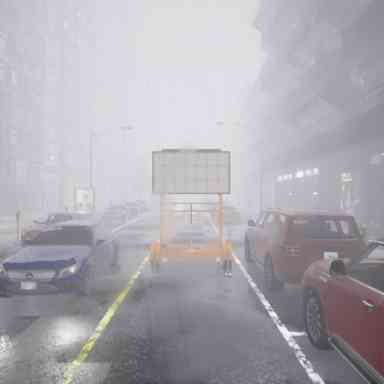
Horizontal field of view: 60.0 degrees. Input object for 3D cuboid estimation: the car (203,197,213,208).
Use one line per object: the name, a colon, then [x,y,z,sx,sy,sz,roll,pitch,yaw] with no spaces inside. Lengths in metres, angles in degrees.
car: [2.626,1.548,37.121,2.008,1.369,4.403,1,0,0]

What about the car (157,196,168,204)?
car: [-5.811,1.560,65.424,1.802,1.307,4.206,1,0,0]

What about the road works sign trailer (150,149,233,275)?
road works sign trailer: [-0.020,0.466,10.397,2.380,3.560,2.880,0,0,0]

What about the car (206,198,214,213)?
car: [2.637,1.566,31.464,1.947,1.339,4.313,1,0,0]

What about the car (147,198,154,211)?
car: [-5.755,1.563,37.138,1.947,1.339,4.313,1,0,0]

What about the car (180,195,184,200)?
car: [-3.180,1.552,89.926,1.895,1.301,4.718,0,0,0]

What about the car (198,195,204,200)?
car: [2.513,1.528,93.688,1.802,1.307,4.206,1,0,0]

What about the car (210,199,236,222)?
car: [2.649,1.527,25.978,1.752,1.417,4.829,1,0,0]

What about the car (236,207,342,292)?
car: [2.685,1.317,8.838,2.192,1.841,5.009,1,0,0]

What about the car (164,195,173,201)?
car: [-5.845,1.543,82.392,1.802,1.307,4.206,1,0,0]

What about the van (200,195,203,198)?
van: [2.595,1.328,54.092,1.690,1.788,3.998,1,0,0]

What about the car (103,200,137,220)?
car: [-5.733,1.584,25.825,1.802,1.307,4.206,1,0,0]

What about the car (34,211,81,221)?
car: [-5.709,1.547,14.511,1.887,1.381,4.507,1,0,0]

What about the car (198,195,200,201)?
car: [2.546,1.549,76.718,1.802,1.307,4.206,1,0,0]

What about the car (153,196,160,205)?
car: [-5.787,1.427,54.111,1.967,1.590,4.097,1,0,0]

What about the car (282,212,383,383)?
car: [2.697,1.316,3.181,2.192,1.841,5.009,1,0,0]

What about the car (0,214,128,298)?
car: [-3.117,1.527,8.664,1.812,1.442,4.674,0,0,0]

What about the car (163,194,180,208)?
car: [-3.195,1.468,48.481,1.882,1.535,5.008,0,0,0]

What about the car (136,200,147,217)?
car: [-5.743,1.545,31.481,1.887,1.381,4.507,1,0,0]

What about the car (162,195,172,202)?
car: [-5.832,1.407,76.737,1.967,1.590,4.097,1,0,0]

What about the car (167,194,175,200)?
car: [-5.865,1.387,93.707,1.967,1.590,4.097,1,0,0]

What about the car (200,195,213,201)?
car: [2.603,1.556,48.435,1.947,1.339,4.313,1,0,0]
